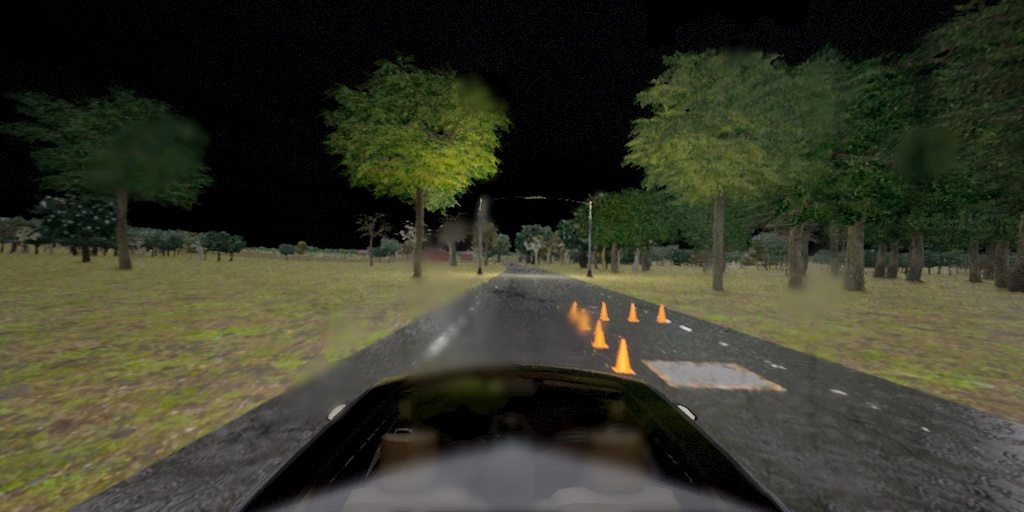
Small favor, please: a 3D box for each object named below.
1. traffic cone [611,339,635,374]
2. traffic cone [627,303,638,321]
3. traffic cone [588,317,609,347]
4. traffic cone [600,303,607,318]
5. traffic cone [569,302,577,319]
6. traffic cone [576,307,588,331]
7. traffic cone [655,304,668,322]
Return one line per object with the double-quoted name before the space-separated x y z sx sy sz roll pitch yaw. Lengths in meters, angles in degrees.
"traffic cone" 2.030 1.819 6.576 0.340 0.580 0.340 0 0 2
"traffic cone" 4.206 1.952 12.513 0.340 0.580 0.340 0 0 2
"traffic cone" 2.089 1.846 8.575 0.340 0.580 0.340 0 0 2
"traffic cone" 3.207 1.926 12.543 0.340 0.580 0.340 0 0 2
"traffic cone" 2.208 1.900 12.573 0.340 0.580 0.340 0 0 2
"traffic cone" 2.148 1.873 10.574 0.340 0.580 0.340 0 0 2
"traffic cone" 5.205 1.978 12.483 0.340 0.580 0.340 0 0 2
